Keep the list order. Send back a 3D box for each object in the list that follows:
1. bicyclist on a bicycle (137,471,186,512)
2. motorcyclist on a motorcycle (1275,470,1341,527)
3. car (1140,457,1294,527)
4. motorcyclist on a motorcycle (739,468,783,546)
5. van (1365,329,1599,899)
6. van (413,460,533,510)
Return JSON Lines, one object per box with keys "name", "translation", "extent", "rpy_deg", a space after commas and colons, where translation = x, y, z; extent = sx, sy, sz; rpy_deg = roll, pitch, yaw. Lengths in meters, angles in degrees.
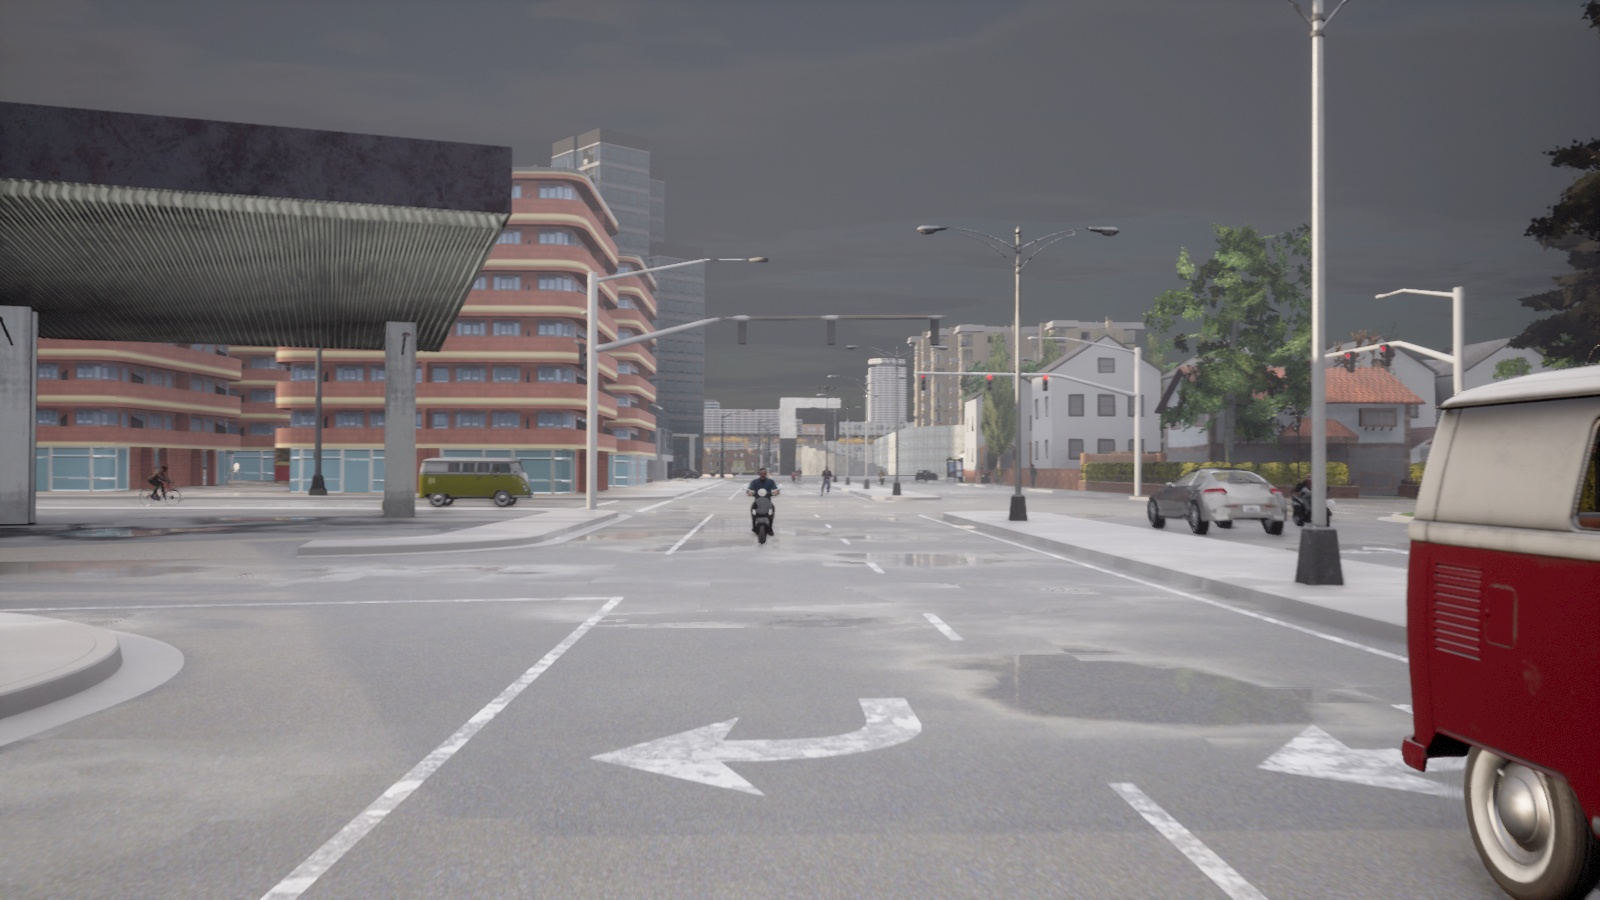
{"name": "bicyclist on a bicycle", "translation": [-25.578, 1.648, 50.311], "extent": [1.656, 1.620, 0.582], "rpy_deg": [0, -1, -3]}
{"name": "motorcyclist on a motorcycle", "translation": [13.993, 1.309, 34.631], "extent": [0.866, 1.530, 2.191], "rpy_deg": [0, -1, -2]}
{"name": "car", "translation": [10.561, 1.033, 32.278], "extent": [2.152, 1.651, 5.027], "rpy_deg": [0, -1, -2]}
{"name": "motorcyclist on a motorcycle", "translation": [-0.803, 1.173, 26.528], "extent": [0.866, 1.590, 1.817], "rpy_deg": [-1, -1, -1]}
{"name": "van", "translation": [3.421, 0.599, 3.263], "extent": [1.775, 1.987, 4.442], "rpy_deg": [0, -1, -2]}
{"name": "van", "translation": [-13.213, 1.400, 50.859], "extent": [4.442, 1.987, 1.775], "rpy_deg": [0, -1, -3]}
